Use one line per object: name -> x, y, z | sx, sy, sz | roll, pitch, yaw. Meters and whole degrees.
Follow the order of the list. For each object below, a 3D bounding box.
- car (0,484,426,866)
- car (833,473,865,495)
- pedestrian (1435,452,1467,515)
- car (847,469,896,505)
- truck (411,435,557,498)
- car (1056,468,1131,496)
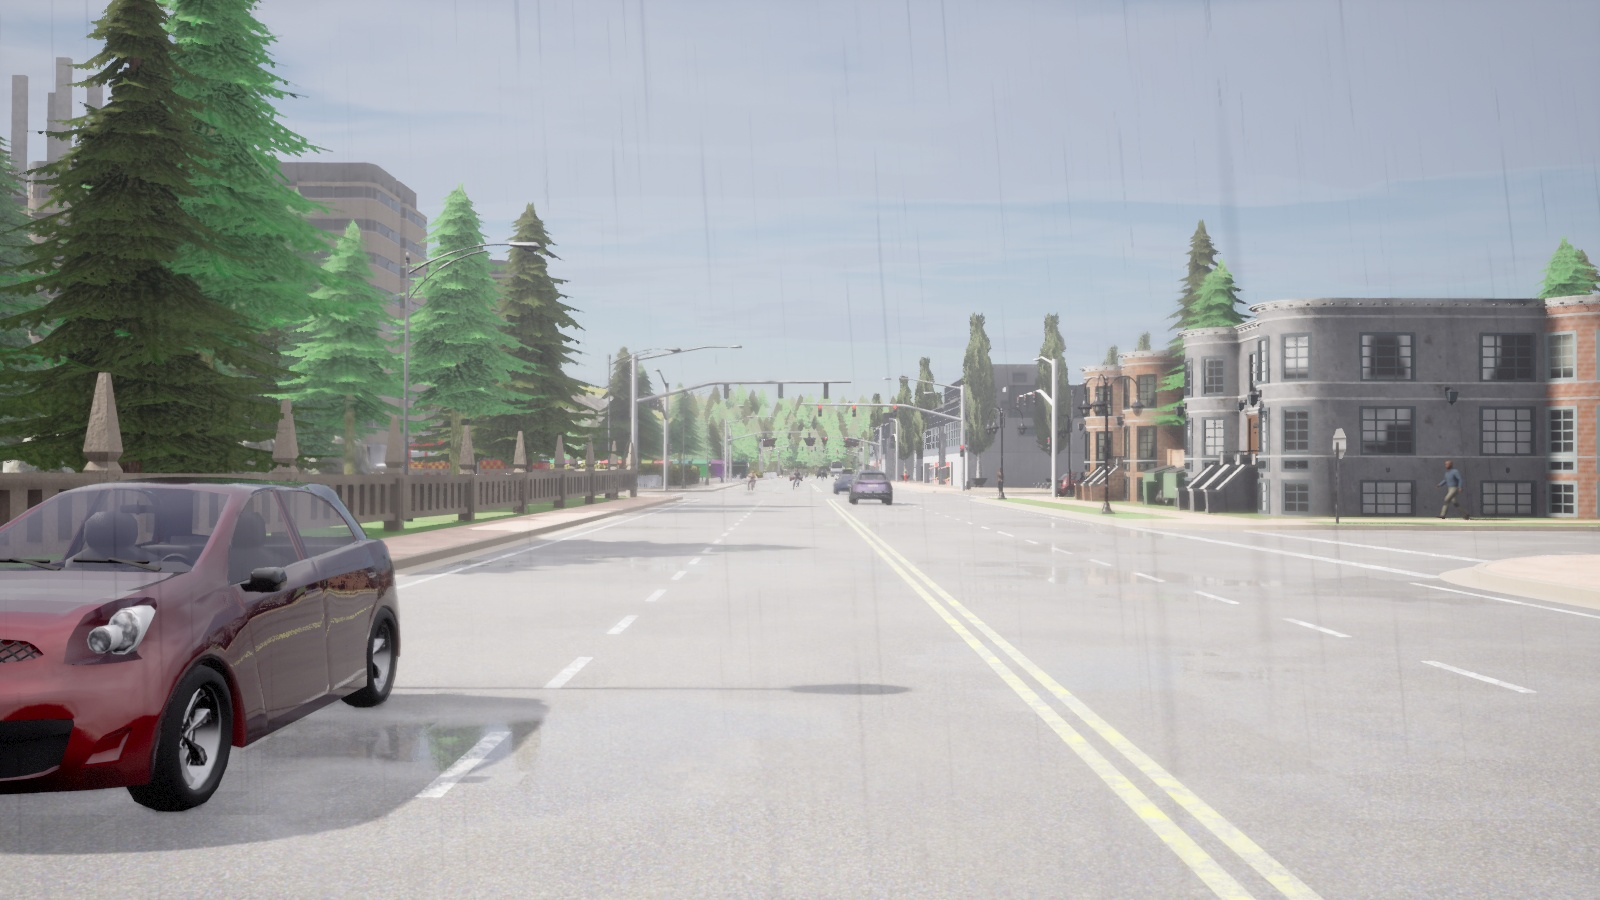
car -> -3.515, 0.958, 6.892 | 1.845, 1.501, 3.633 | 0, -1, 0
car -> 3.311, 2.287, 84.873 | 1.994, 1.385, 4.181 | 0, -1, 0
pedestrian -> 19.214, 0.987, 37.077 | 0.726, 1.835, 0.370 | 0, -1, 7
car -> 3.366, 1.734, 59.858 | 2.033, 1.649, 4.856 | 0, -1, 0
truck -> -19.815, 1.053, 79.054 | 8.468, 3.827, 2.891 | 0, -1, 0
car -> 17.540, 1.902, 75.196 | 3.988, 1.617, 1.851 | 0, -1, -2
